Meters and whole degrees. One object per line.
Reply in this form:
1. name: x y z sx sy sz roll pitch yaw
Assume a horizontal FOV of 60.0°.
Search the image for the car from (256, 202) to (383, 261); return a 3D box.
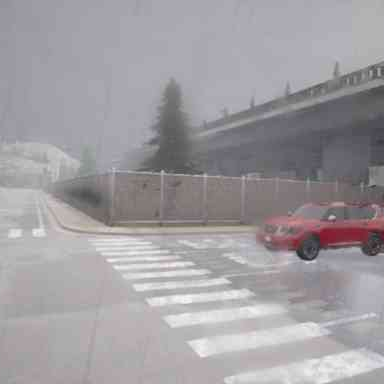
1. car: 5.247 1.416 13.199 5.566 2.045 2.150 2 0 -25
